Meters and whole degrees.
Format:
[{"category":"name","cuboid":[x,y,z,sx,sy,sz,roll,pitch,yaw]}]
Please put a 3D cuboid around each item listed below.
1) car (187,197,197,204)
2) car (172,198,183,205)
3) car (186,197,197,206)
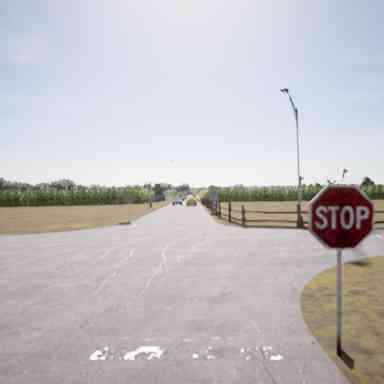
[{"category":"car","cuboid":[-0.076,1.759,71.279,2.128,1.511,4.902,0,-1,0]},{"category":"car","cuboid":[-2.820,1.872,65.441,1.812,1.442,4.674,0,-1,0]},{"category":"car","cuboid":[-0.065,1.784,60.856,1.882,1.535,5.008,0,0,0]}]
